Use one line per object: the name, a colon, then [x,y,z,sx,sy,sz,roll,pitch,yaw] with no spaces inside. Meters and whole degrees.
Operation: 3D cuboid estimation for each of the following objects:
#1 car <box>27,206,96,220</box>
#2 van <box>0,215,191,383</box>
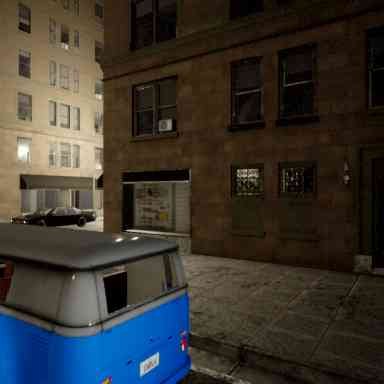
car: [-8.757,1.627,21.480,2.033,1.411,5.357,0,0,33]
van: [-1.937,1.341,4.067,3.998,1.788,1.690,0,0,33]
